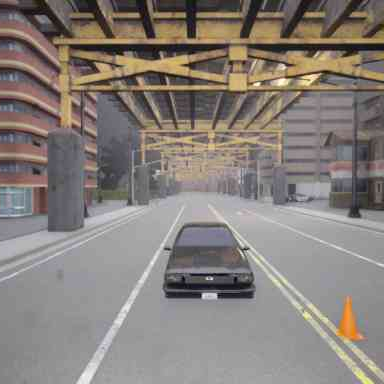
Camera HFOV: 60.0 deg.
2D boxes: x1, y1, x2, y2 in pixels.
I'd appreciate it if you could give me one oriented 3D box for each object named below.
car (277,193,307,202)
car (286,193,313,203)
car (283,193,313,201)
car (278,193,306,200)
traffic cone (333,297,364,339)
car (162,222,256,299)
[{"bbox_3d":[17.784,0.959,59.105,4.974,1.542,2.038,0,1,25],"label":"car"},{"bbox_3d":[17.438,1.006,54.948,4.974,1.542,2.038,0,1,-20],"label":"car"},{"bbox_3d":[17.486,0.848,54.964,4.536,1.218,1.853,0,1,-20],"label":"car"},{"bbox_3d":[17.831,0.801,59.081,4.536,1.218,1.853,0,1,25],"label":"car"},{"bbox_3d":[2.451,1.949,5.220,0.340,0.580,0.340,0,0,0],"label":"traffic cone"},{"bbox_3d":[0.357,1.533,8.826,2.033,1.411,5.357,0,0,1],"label":"car"}]
